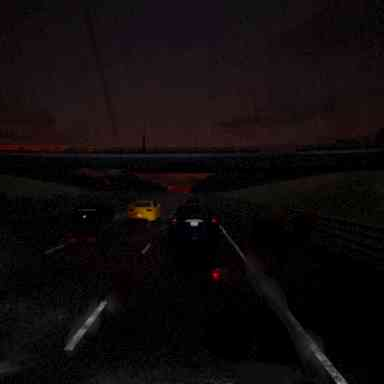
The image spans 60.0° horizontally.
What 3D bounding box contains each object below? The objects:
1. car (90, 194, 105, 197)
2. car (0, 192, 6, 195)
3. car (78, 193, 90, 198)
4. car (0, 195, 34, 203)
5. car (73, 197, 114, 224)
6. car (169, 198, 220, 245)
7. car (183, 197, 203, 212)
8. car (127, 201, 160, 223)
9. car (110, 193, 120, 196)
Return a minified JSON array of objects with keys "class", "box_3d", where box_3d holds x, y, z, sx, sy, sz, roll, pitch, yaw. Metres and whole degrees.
[{"class":"car","box_3d":[-21.032,1.129,75.789,1.895,1.301,4.718,0,0,0]},{"class":"car","box_3d":[-21.111,1.051,34.192,2.150,2.045,5.566,0,0,0]},{"class":"car","box_3d":[-24.532,1.034,75.817,1.837,1.490,4.892,0,0,0]},{"class":"car","box_3d":[-17.610,1.336,33.840,1.837,1.490,4.892,0,0,0]},{"class":"car","box_3d":[-6.911,1.373,23.819,2.128,1.511,4.902,0,0,0]},{"class":"car","box_3d":[0.092,1.276,15.295,2.097,1.767,4.553,0,0,0]},{"class":"car","box_3d":[0.077,1.362,37.310,2.033,1.411,5.357,0,0,0]},{"class":"car","box_3d":[-3.411,1.358,24.117,1.882,1.535,5.008,0,0,0]},{"class":"car","box_3d":[-17.532,1.034,75.820,1.837,1.490,4.892,0,0,0]}]
